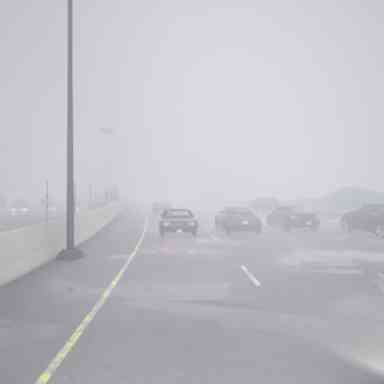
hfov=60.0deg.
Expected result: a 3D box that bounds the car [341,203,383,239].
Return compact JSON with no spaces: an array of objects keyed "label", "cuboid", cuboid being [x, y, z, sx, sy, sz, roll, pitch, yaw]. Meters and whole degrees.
[{"label":"car","cuboid":[9.754,1.330,17.344,2.097,1.767,4.553,0,0,-5]}]

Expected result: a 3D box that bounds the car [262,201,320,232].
[{"label":"car","cuboid":[5.976,1.500,20.055,1.812,1.442,4.674,0,0,-6]}]

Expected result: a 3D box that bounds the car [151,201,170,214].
[{"label":"car","cuboid":[-3.217,1.557,34.866,1.895,1.301,4.718,0,0,-11]}]

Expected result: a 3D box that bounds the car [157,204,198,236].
[{"label":"car","cuboid":[-0.841,1.578,18.285,1.895,1.301,4.718,0,0,-6]}]

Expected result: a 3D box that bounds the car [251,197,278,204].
[{"label":"car","cuboid":[7.496,1.309,34.479,2.097,1.767,4.553,0,0,-10]}]

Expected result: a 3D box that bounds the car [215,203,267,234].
[{"label":"car","cuboid":[2.557,1.539,19.152,1.994,1.385,4.181,0,0,-6]}]
